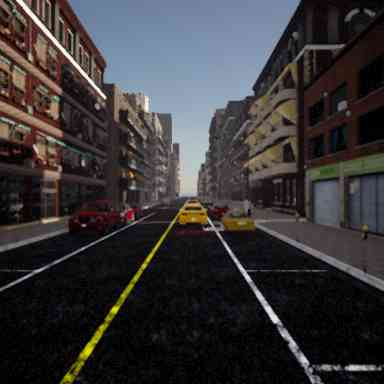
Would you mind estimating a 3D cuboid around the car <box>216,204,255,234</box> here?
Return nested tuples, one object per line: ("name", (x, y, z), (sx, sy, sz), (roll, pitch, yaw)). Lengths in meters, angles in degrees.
("car", (2.680, 1.673, 20.221), (1.752, 1.417, 4.829), (0, 0, 0))

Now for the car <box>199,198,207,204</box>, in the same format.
("car", (2.644, 2.151, 82.048), (1.947, 1.339, 4.313), (0, 0, 0))

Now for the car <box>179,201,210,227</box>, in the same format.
("car", (0.089, 1.653, 24.131), (1.882, 1.535, 5.008), (0, 0, 0))

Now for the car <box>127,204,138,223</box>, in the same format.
("car", (-5.703, 1.627, 25.686), (1.967, 1.590, 4.097), (0, 0, 0))

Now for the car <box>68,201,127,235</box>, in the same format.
("car", (-5.699, 1.461, 20.052), (2.192, 1.841, 5.009), (0, 0, 0))

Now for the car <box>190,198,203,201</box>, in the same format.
("car", (0.078, 1.775, 41.202), (1.882, 1.535, 5.008), (0, 0, 0))

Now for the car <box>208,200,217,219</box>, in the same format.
("car", (2.674, 1.772, 31.323), (1.887, 1.381, 4.507), (0, 0, 0))

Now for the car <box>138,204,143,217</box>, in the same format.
("car", (-5.706, 1.772, 31.323), (1.887, 1.381, 4.507), (0, 0, 0))

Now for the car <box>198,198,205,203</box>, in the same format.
("car", (2.637, 2.247, 93.320), (1.802, 1.307, 4.206), (0, 0, 0))

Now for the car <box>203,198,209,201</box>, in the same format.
("car", (2.661, 1.938, 53.867), (2.008, 1.369, 4.403), (0, 0, 0))

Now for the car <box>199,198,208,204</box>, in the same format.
("car", (2.648, 2.073, 76.581), (1.752, 1.417, 4.829), (0, 0, 0))

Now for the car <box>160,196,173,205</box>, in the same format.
("car", (-5.730, 2.058, 70.774), (2.008, 1.369, 4.403), (0, 0, 0))

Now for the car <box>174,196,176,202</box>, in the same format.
("car", (-5.740, 2.170, 87.683), (1.887, 1.381, 4.507), (0, 0, 0))
